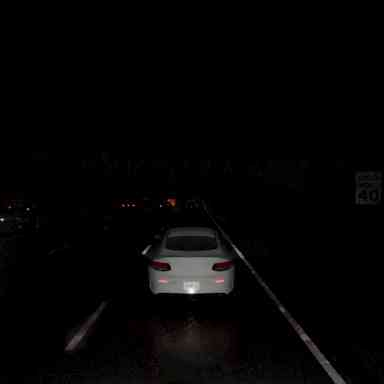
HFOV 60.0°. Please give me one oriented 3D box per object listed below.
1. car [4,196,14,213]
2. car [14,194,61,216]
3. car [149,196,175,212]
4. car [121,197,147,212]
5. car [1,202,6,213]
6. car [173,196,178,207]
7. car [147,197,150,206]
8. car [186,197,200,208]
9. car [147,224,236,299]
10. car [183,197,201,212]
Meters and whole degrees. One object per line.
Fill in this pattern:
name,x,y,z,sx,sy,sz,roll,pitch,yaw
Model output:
car,-18.533,1.221,36.592,2.150,2.045,5.566,0,0,0
car,-15.043,1.221,33.255,2.150,2.045,5.566,0,0,0
car,-3.508,1.564,39.731,1.994,1.385,4.181,0,0,1
car,-7.012,1.547,39.316,2.033,1.411,5.357,0,0,1
car,-15.106,1.564,22.774,1.994,1.385,4.181,0,0,0
car,-3.308,1.352,49.559,2.097,1.767,4.553,0,0,1
car,-6.806,1.525,49.677,1.812,1.442,4.674,0,0,1
car,0.193,1.477,49.538,1.882,1.535,5.008,0,0,1
car,-0.012,1.526,8.304,1.812,1.442,4.674,0,0,0
car,-0.012,1.526,39.321,1.812,1.442,4.674,0,0,1
